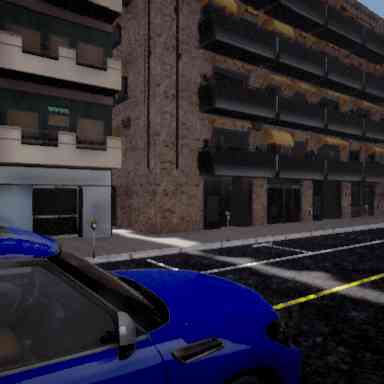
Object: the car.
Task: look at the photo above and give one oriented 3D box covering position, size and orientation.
[{"bbox_3d":[-1.680,1.230,2.235,5.566,2.045,2.150,0,0,-36],"label":"car"}]
